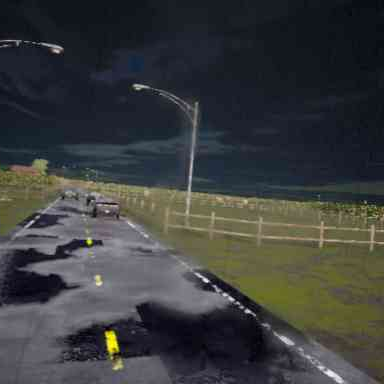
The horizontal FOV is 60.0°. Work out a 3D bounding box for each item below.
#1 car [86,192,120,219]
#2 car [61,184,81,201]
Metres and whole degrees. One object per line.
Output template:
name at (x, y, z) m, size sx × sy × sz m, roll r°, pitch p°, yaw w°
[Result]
car at (-6.494, 1.076, 24.884) m, size 2.128 × 1.511 × 4.902 m, roll 5°, pitch 0°, yaw -19°
car at (-16.447, 0.054, 45.132) m, size 2.150 × 2.045 × 5.566 m, roll 5°, pitch 0°, yaw -19°
